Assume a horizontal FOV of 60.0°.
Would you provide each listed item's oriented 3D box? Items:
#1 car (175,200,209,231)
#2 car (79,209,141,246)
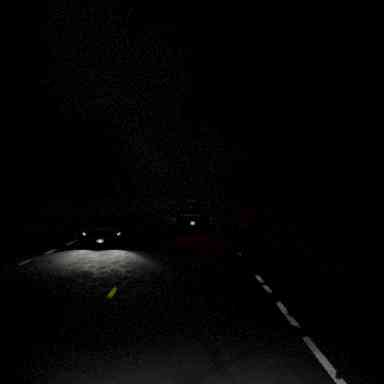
[{"bbox_3d":[0.017,1.470,20.376,2.128,1.511,4.902,0,0,0],"label":"car"},{"bbox_3d":[-3.551,1.524,15.509,2.033,1.411,5.357,0,0,0],"label":"car"}]
